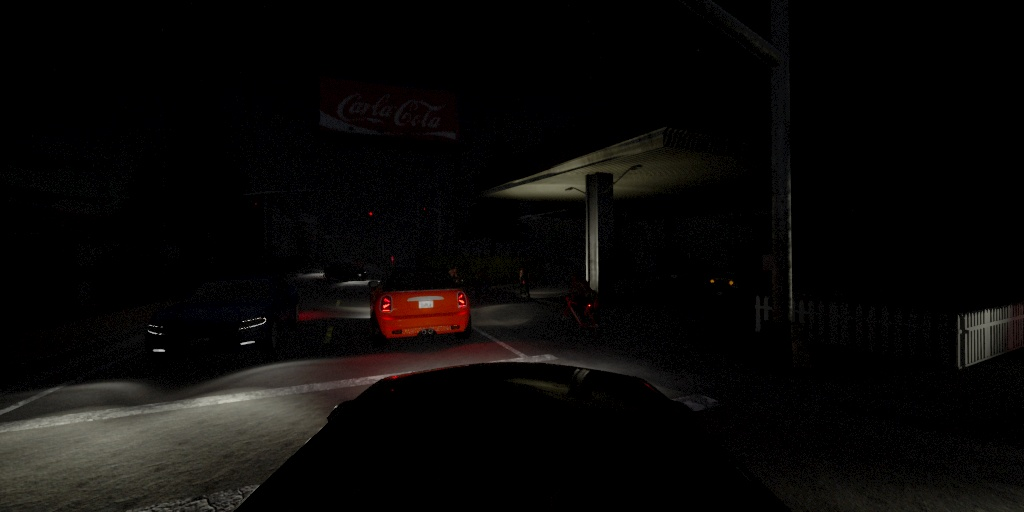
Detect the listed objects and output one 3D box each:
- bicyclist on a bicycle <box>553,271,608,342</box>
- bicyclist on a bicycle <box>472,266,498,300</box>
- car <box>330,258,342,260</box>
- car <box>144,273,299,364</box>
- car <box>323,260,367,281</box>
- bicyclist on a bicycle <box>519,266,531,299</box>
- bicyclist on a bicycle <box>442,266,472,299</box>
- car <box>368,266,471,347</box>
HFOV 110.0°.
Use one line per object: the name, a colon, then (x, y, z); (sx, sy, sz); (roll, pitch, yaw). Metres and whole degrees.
bicyclist on a bicycle: (1.640, 1.194, 8.735); (0.582, 1.620, 1.656); (3, -2, -43)
bicyclist on a bicycle: (-1.454, 1.322, 17.805); (1.656, 1.620, 0.582); (1, 0, -22)
car: (-24.421, 1.376, 48.490); (2.128, 1.511, 4.902); (0, 0, -24)
car: (-6.319, 1.194, 8.387); (1.882, 1.535, 5.008); (0, 0, -24)
car: (-15.031, 1.391, 32.143); (4.892, 1.490, 1.837); (0, 3, 36)
bicyclist on a bicycle: (0.653, 1.315, 17.937); (0.582, 1.620, 1.656); (0, 0, 16)
bicyclist on a bicycle: (-2.751, 1.295, 16.413); (1.656, 1.620, 0.582); (1, 0, 37)
car: (-2.614, 1.041, 9.486); (2.097, 1.767, 4.553); (0, 0, -22)
